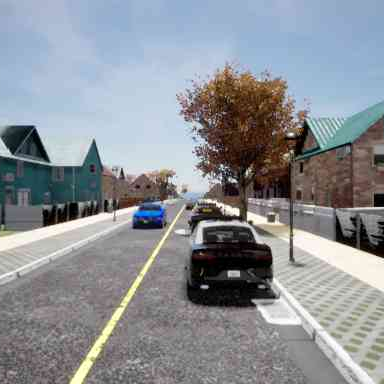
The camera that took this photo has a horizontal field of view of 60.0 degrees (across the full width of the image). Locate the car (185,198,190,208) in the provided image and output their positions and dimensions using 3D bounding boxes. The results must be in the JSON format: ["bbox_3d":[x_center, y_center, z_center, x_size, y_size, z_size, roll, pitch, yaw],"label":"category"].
[{"bbox_3d":[0.097,1.638,45.015,2.033,1.411,5.357,0,0,1],"label":"car"}]

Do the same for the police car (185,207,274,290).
[{"bbox_3d":[0.839,1.428,9.213,1.930,1.638,5.238,0,0,0],"label":"police car"}]

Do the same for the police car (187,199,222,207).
[{"bbox_3d":[0.855,1.434,19.213,1.930,1.638,5.238,0,0,0],"label":"police car"}]

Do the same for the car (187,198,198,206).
[{"bbox_3d":[0.097,1.753,62.021,1.994,1.385,4.181,0,0,0],"label":"car"}]

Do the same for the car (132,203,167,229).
[{"bbox_3d":[-2.716,1.488,22.054,1.882,1.535,5.008,0,0,0],"label":"car"}]
